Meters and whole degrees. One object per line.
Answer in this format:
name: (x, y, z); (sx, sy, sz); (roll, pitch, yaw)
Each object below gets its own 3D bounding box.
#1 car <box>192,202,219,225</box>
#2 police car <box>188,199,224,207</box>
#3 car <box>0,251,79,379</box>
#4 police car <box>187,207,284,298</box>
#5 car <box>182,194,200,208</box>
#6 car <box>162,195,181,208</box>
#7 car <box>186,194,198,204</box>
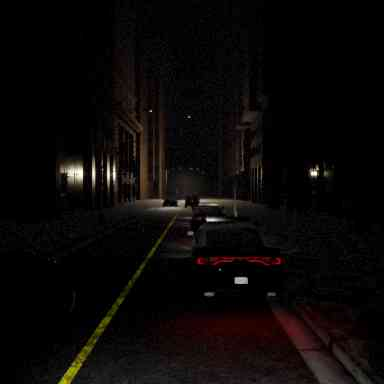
car: (0.920, 1.507, 24.588); (1.812, 1.442, 4.674); (0, 0, 0)
police car: (0.915, 1.413, 18.698); (1.930, 1.638, 5.238); (0, 0, 0)
car: (-3.098, 1.562, 4.537); (1.994, 1.385, 4.181); (0, 0, 0)
police car: (0.906, 1.421, 8.696); (1.930, 1.638, 5.238); (0, 0, 0)
car: (0.054, 1.299, 46.789); (2.097, 1.767, 4.553); (0, 0, 0)
car: (-3.057, 1.510, 47.384); (1.994, 1.385, 4.181); (0, 0, 0)
car: (0.050, 1.272, 60.082); (2.097, 1.767, 4.553); (0, 0, 0)
